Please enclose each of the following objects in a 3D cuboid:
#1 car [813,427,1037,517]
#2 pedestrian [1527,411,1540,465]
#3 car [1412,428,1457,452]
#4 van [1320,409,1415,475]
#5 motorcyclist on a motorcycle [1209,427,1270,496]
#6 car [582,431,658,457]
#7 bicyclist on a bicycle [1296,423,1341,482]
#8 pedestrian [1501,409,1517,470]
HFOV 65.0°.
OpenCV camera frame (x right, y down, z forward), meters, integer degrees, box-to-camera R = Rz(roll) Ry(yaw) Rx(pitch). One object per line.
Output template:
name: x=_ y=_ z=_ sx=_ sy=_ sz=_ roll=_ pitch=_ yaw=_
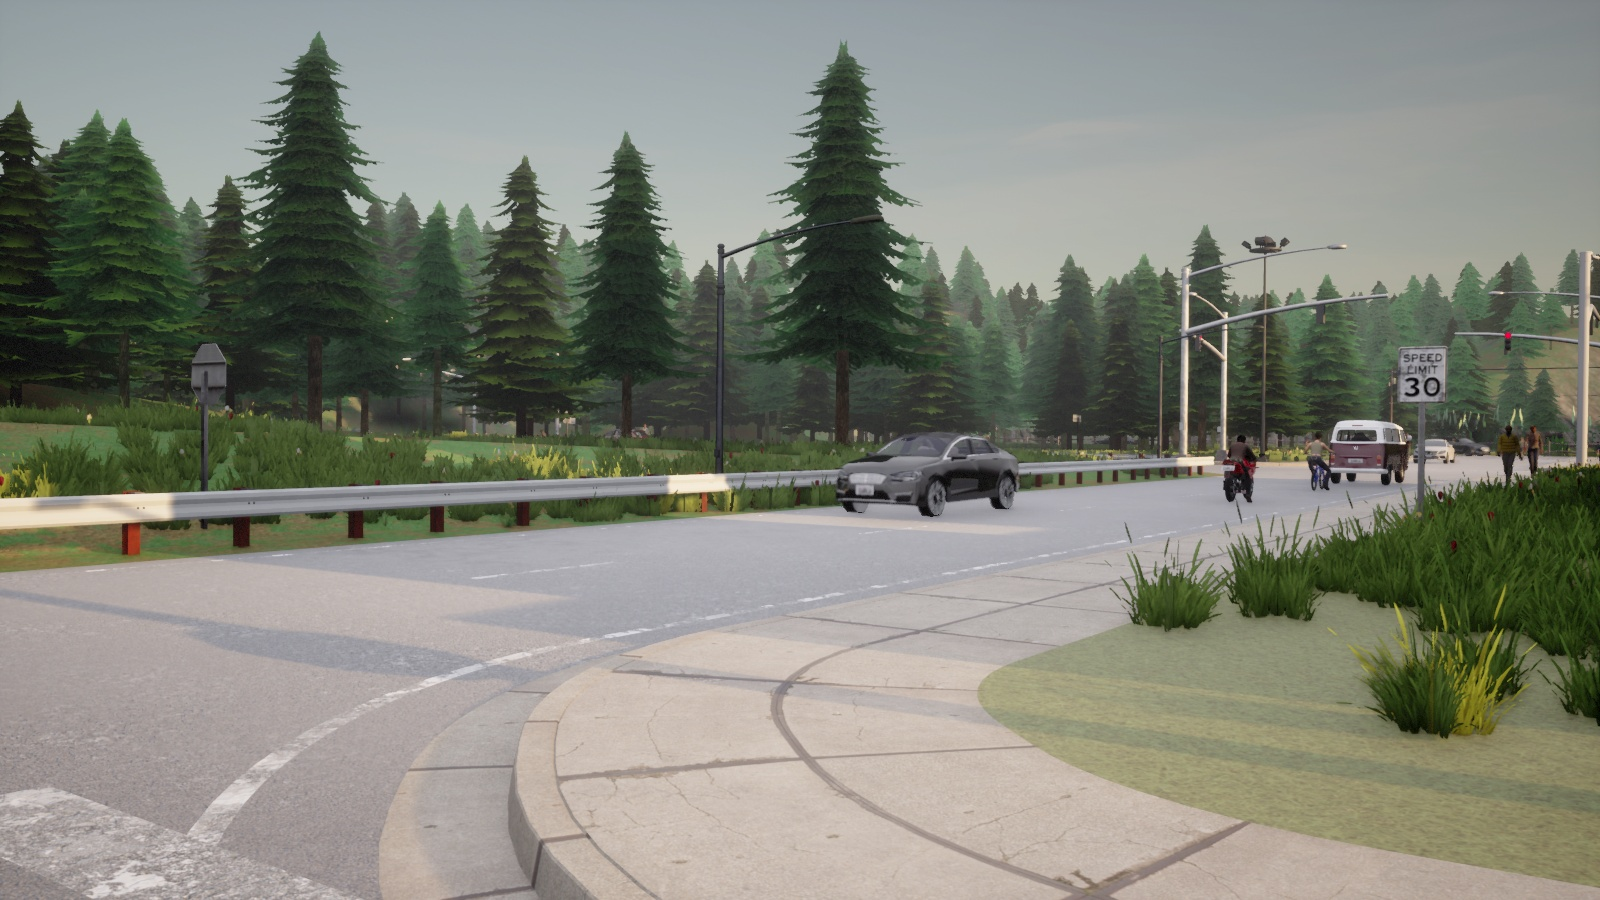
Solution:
car: x=2.505 y=0.341 z=23.872 sx=2.128 sy=1.511 sz=4.902 roll=0 pitch=1 yaw=35
pedestrian: x=24.682 y=-0.413 z=42.255 sx=0.328 sy=1.805 sz=0.869 roll=0 pitch=1 yaw=32
car: x=38.248 y=-0.621 z=75.679 sx=1.812 sy=1.442 sz=4.674 roll=0 pitch=1 yaw=34
van: x=18.594 y=-0.273 z=41.029 sx=2.069 sy=2.038 sz=4.480 roll=0 pitch=1 yaw=35
motorcyclist on a motorcycle: x=10.026 y=0.233 z=28.610 sx=0.797 sy=1.523 sz=2.044 roll=0 pitch=1 yaw=35
car: x=-11.949 y=-0.385 z=83.247 sx=4.856 sy=1.649 sz=2.033 roll=0 pitch=1 yaw=36
bicyclist on a bicycle: x=14.494 y=0.058 z=35.093 sx=0.866 sy=1.612 sz=1.509 roll=0 pitch=1 yaw=35
pedestrian: x=21.525 y=-0.328 z=38.134 sx=0.370 sy=1.835 sz=0.726 roll=0 pitch=1 yaw=34
